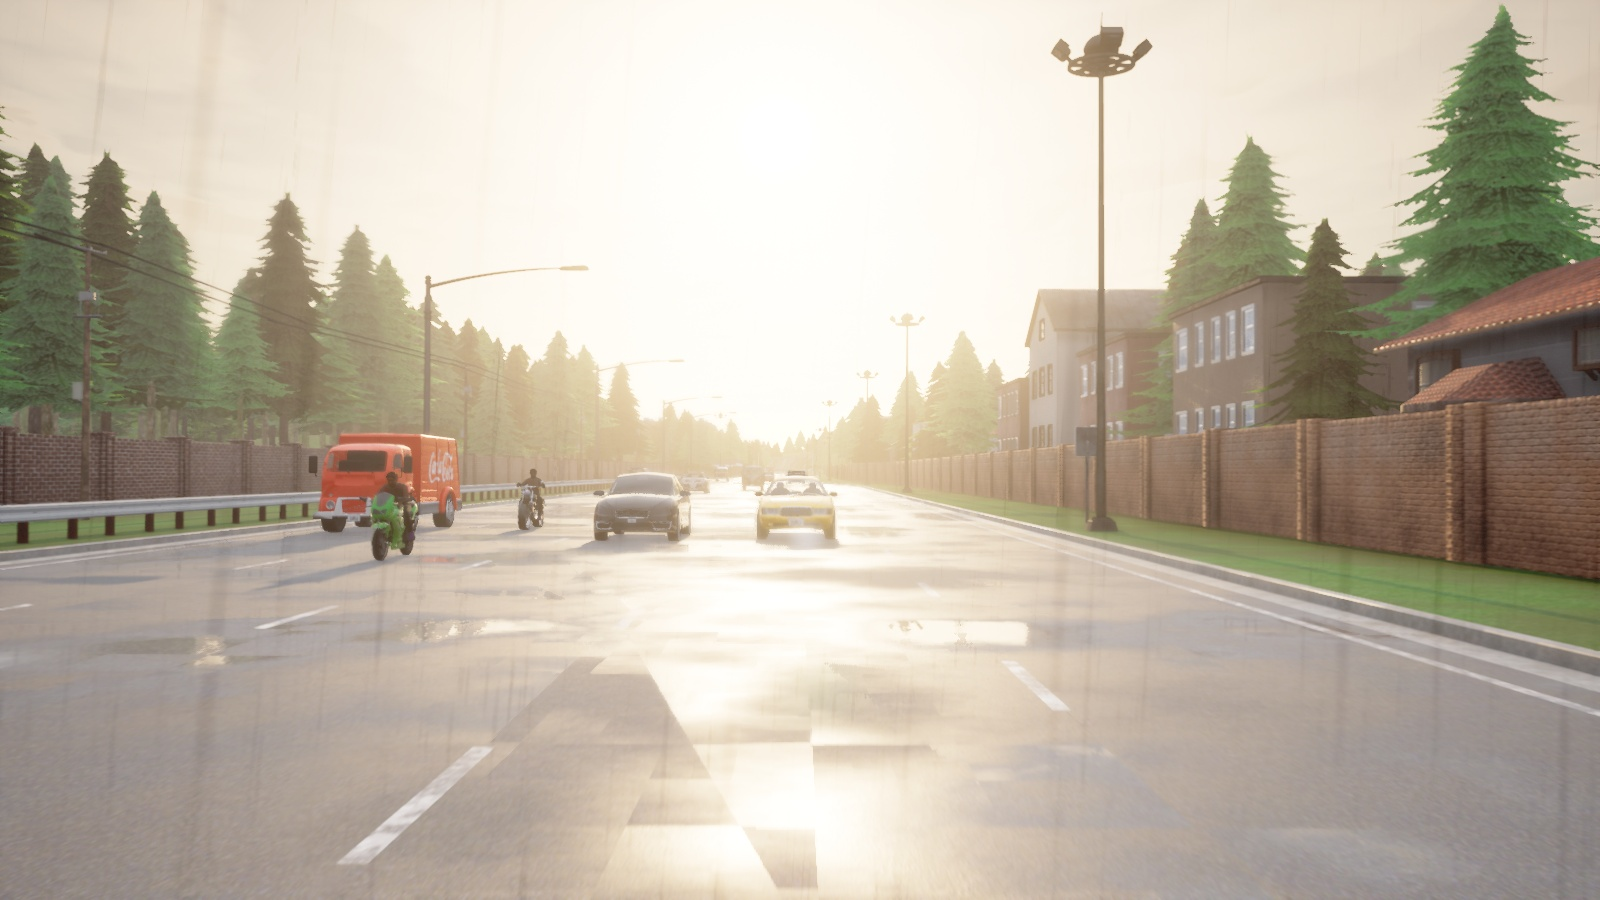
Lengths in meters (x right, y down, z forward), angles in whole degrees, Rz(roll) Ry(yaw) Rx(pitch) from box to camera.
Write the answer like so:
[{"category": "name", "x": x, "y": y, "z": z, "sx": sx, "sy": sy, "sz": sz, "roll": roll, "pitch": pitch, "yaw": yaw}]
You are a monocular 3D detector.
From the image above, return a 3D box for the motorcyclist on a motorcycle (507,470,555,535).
[{"category": "motorcyclist on a motorcycle", "x": -7.083, "y": 1.348, "z": 33.145, "sx": 0.766, "sy": 1.649, "sz": 2.350, "roll": 0, "pitch": -1, "yaw": 0}]

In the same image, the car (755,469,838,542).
[{"category": "car", "x": -0.075, "y": 1.255, "z": 29.970, "sx": 1.801, "sy": 1.575, "sz": 5.366, "roll": 0, "pitch": -1, "yaw": 0}]

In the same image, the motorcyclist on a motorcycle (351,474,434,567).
[{"category": "motorcyclist on a motorcycle", "x": -7.054, "y": 1.191, "z": 21.841, "sx": 0.797, "sy": 1.523, "sz": 2.044, "roll": 0, "pitch": -1, "yaw": 0}]

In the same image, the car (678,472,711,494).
[{"category": "car", "x": -7.213, "y": 2.253, "z": 86.290, "sx": 1.970, "sy": 1.475, "sz": 3.806, "roll": 0, "pitch": -1, "yaw": 0}]

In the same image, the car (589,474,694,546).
[{"category": "car", "x": -3.572, "y": 1.322, "z": 29.138, "sx": 1.837, "sy": 1.490, "sz": 4.892, "roll": 0, "pitch": -1, "yaw": 0}]

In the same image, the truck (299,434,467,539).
[{"category": "truck", "x": -10.582, "y": 0.913, "z": 32.395, "sx": 2.627, "sy": 2.467, "sz": 5.204, "roll": 0, "pitch": -1, "yaw": 0}]
